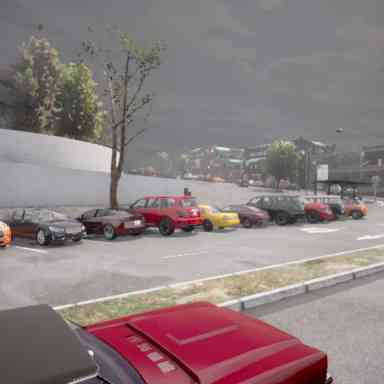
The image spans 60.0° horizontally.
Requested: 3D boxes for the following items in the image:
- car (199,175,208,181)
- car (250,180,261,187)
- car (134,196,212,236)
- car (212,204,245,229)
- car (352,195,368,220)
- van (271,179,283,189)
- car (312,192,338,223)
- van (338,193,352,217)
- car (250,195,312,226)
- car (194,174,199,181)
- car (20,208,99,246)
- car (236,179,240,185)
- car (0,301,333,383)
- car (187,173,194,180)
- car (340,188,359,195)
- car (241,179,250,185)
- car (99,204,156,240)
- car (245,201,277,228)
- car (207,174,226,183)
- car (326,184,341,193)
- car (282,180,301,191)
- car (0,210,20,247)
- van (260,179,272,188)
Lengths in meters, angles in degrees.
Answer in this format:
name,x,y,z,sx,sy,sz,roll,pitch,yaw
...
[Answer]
name,x,y,z,sx,sy,sz,roll,pitch,yaw
car,5.140,-3.701,89.577,2.435,2.045,5.566,7,3,34
car,15.673,-1.814,75.026,1.946,1.575,5.366,7,3,35
car,-2.058,1.249,18.770,5.566,2.045,2.435,-1,-1,35
car,0.261,1.503,20.598,5.366,1.575,1.946,-1,-1,35
car,12.755,1.403,29.110,4.553,1.767,2.185,-1,-1,35
van,18.977,-1.493,69.824,1.878,1.987,4.442,7,4,35
car,7.808,1.267,25.689,5.566,2.045,2.435,-1,-1,35
van,10.346,1.296,27.360,4.442,1.987,1.878,-1,-1,35
car,5.295,1.263,23.984,5.566,2.045,2.435,-1,-1,35
car,3.346,-3.852,92.043,2.185,1.767,4.553,6,3,34
car,-6.922,1.494,15.278,4.892,1.521,2.231,-1,-1,35
car,12.098,-2.319,79.808,2.002,1.452,4.674,7,3,35
car,-1.050,1.601,2.384,4.718,1.301,1.895,0,0,-35
car,1.615,-4.087,94.512,2.185,1.767,4.553,4,1,33
car,27.640,0.134,57.606,2.002,1.452,4.674,7,3,35
car,13.841,-2.046,77.347,2.002,1.452,4.674,7,4,35
car,-4.503,1.525,17.024,4.792,1.488,2.163,-1,-1,35
car,2.867,1.549,22.226,4.674,1.452,2.002,-1,-1,35
car,6.992,-3.178,87.318,1.946,1.575,5.366,7,3,34
car,25.949,-0.428,60.078,2.435,2.045,5.566,7,3,35
car,20.737,-0.994,67.462,2.231,1.521,4.892,7,3,35
car,-9.389,1.367,13.552,4.553,1.767,2.185,-1,-1,34
van,17.248,-1.766,72.295,1.878,1.987,4.442,7,4,35
